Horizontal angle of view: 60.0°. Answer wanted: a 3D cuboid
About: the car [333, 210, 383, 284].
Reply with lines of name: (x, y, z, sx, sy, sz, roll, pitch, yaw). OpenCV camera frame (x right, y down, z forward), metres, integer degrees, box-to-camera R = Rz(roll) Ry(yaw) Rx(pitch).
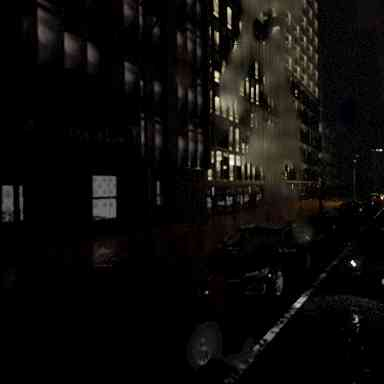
car: (5.480, 1.452, 9.133, 2.033, 1.411, 5.357, 0, 0, 32)

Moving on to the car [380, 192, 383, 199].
car: (44.114, 0.753, 75.707, 2.008, 1.369, 4.403, -1, 0, 32)

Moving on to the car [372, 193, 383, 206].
car: (22.954, 1.159, 42.017, 1.802, 1.307, 4.206, -1, 0, 32)

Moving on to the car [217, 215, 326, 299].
car: (1.793, 1.500, 8.328, 2.008, 1.369, 4.403, -1, 0, 32)

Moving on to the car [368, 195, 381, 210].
car: (16.908, 1.235, 32.391, 2.008, 1.369, 4.403, -1, 0, 32)

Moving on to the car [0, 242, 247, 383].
car: (-1.229, 1.546, 3.514, 1.887, 1.381, 4.507, -1, 0, 32)

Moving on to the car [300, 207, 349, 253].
car: (4.817, 1.478, 13.140, 1.802, 1.307, 4.206, -1, 0, 32)

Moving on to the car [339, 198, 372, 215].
car: (10.862, 1.341, 22.766, 2.008, 1.369, 4.403, -1, 0, 32)
